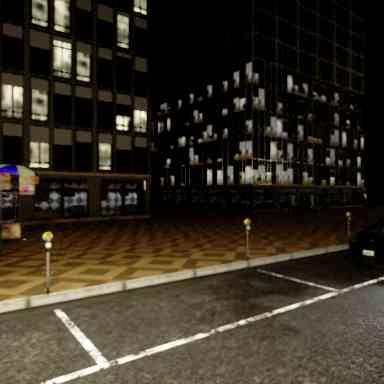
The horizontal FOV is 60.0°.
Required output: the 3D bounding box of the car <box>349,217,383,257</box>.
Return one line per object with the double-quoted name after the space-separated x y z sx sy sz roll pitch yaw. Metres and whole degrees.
7.385 1.561 11.833 4.313 1.339 1.947 0 0 -36 "car"
